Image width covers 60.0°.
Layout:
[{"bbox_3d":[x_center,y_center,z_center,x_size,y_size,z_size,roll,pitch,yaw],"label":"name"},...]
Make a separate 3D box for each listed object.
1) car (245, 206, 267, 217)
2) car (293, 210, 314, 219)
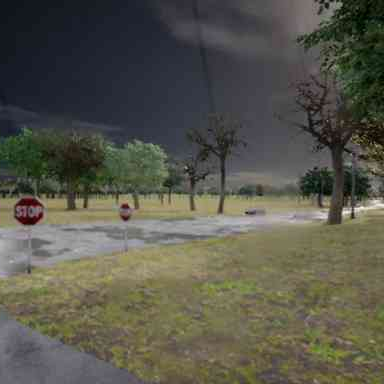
[{"bbox_3d":[10.015,3.018,52.212,1.882,1.535,5.008,1,-1,36],"label":"car"},{"bbox_3d":[16.617,3.289,49.453,1.895,1.301,4.718,1,-1,35],"label":"car"}]
